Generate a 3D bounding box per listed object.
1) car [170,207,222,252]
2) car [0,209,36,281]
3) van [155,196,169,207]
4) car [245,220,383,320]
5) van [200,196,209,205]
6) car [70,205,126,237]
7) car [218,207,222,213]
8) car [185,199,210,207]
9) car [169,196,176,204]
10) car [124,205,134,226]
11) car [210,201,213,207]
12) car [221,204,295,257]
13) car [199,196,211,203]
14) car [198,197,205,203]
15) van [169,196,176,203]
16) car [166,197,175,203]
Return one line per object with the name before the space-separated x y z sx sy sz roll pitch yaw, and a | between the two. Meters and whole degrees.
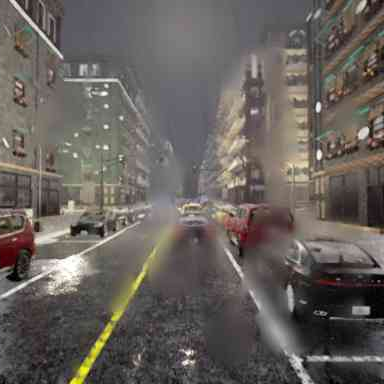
car | 0.097 1.585 13.990 1.812 1.442 4.674 0 0 0
car | -5.286 1.346 7.258 2.192 1.841 5.009 2 0 0
van | -5.306 1.639 56.824 1.690 1.788 3.998 2 0 0
car | 2.586 1.581 7.254 2.008 1.369 4.403 2 0 0
van | 2.568 1.713 67.805 1.690 1.788 3.998 1 0 0
car | -5.299 1.646 18.586 1.947 1.339 4.313 2 0 0
car | 2.581 1.662 18.584 1.802 1.307 4.206 2 0 0
car | 0.093 1.565 24.453 1.801 1.575 5.366 0 0 0
car | -5.318 1.964 73.426 2.008 1.369 4.403 2 0 0
car | -5.300 1.659 24.251 2.008 1.369 4.403 2 0 0
car | 2.580 1.633 24.419 1.752 1.417 4.829 2 0 0
car | 2.590 1.369 12.920 2.192 1.841 5.009 2 0 0
car | 2.568 1.841 56.731 1.887 1.381 4.507 1 0 0
car | 2.554 2.110 89.947 1.947 1.339 4.313 1 -1 0
van | -5.319 1.886 90.034 1.690 1.788 3.998 2 0 0
car | -5.323 2.065 84.499 1.947 1.339 4.313 2 0 0
